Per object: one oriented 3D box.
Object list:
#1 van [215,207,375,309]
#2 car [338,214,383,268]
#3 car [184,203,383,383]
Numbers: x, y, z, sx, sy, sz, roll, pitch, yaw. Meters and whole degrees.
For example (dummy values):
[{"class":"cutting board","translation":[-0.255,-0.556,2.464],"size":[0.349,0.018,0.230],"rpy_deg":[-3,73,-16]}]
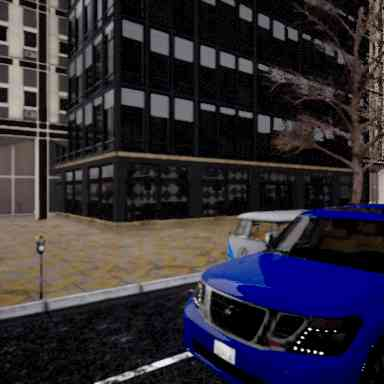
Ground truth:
[{"class":"van","translation":[2.656,1.343,8.193],"size":[3.998,1.788,1.690],"rpy_deg":[0,0,-36]},{"class":"car","translation":[7.154,1.546,11.438],"size":[4.507,1.381,1.887],"rpy_deg":[0,0,-36]},{"class":"car","translation":[2.552,1.223,4.905],"size":[5.566,2.045,2.150],"rpy_deg":[0,0,-36]}]
